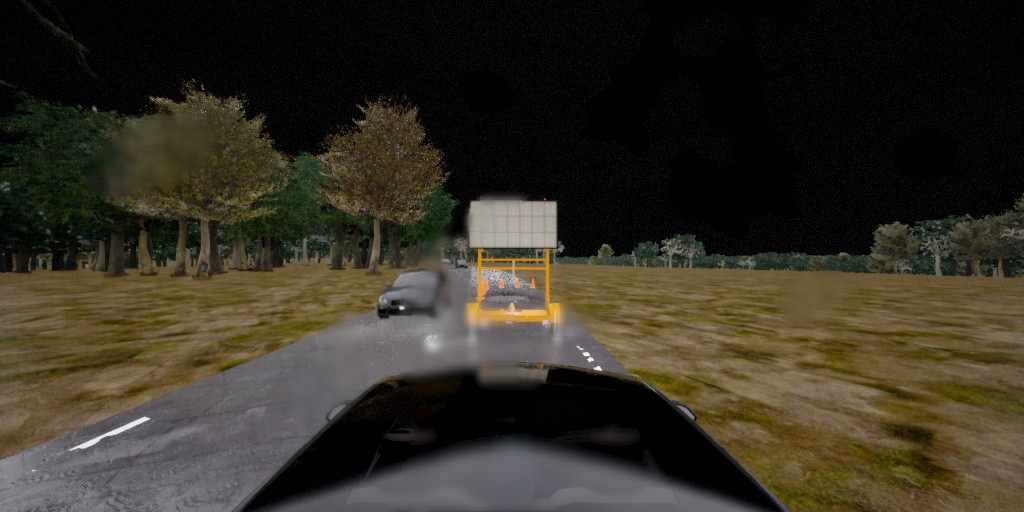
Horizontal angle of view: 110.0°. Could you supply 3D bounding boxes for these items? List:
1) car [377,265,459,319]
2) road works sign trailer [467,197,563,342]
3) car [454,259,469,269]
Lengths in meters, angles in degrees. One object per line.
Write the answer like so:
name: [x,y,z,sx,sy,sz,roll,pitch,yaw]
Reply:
car: [-3.230,1.251,12.809,1.837,1.490,4.892,0,0,-1]
road works sign trailer: [0.040,0.214,9.796,2.380,3.560,2.880,0,0,-2]
car: [-7.769,1.267,55.153,1.837,1.490,4.892,0,0,-11]
